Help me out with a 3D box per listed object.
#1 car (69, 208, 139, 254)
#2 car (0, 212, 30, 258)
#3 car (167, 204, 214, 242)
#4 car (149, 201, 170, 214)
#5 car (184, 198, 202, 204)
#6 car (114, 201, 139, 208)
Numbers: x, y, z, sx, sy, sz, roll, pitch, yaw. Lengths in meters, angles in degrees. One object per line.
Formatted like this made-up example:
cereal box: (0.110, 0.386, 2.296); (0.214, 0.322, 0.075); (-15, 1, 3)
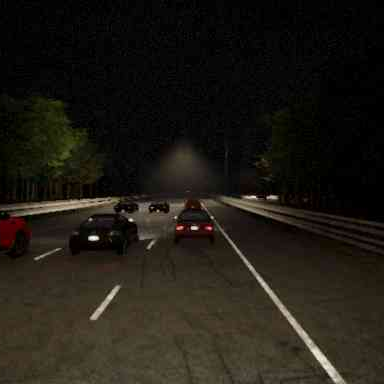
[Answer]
car: (-3.400, 1.567, 13.506); (1.994, 1.385, 4.181); (0, 0, 0)
car: (-6.899, 1.224, 9.626); (2.150, 2.045, 5.566); (0, 0, 0)
car: (0.101, 1.551, 16.350); (2.033, 1.411, 5.357); (0, 0, 0)
car: (-3.398, 1.589, 35.569); (1.895, 1.301, 4.718); (0, 0, 0)
car: (0.102, 1.460, 38.633); (1.882, 1.535, 5.008); (0, 0, 0)
car: (-6.897, 1.589, 35.580); (1.895, 1.301, 4.718); (0, 0, 0)
